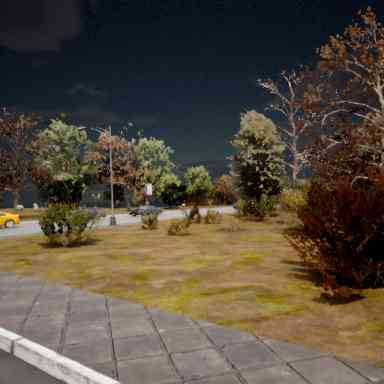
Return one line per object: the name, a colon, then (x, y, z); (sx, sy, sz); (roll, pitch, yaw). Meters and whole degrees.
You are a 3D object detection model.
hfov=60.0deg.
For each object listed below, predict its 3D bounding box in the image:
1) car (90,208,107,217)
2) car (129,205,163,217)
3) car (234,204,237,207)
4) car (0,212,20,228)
car: (-11.724, 2.459, 35.903); (2.033, 1.411, 5.357); (-3, -2, 32)
car: (-6.083, 2.510, 44.875); (2.033, 1.411, 5.357); (-3, -2, 32)
car: (9.374, 2.582, 62.536); (1.895, 1.301, 4.718); (-3, -2, 33)
car: (-17.053, 2.368, 27.665); (1.882, 1.535, 5.008); (-3, -2, 33)
